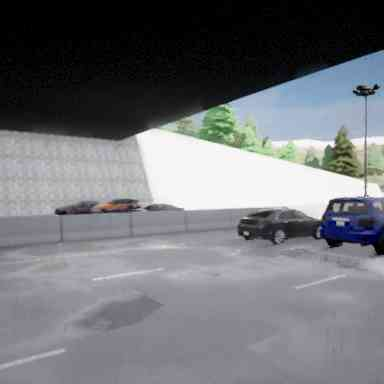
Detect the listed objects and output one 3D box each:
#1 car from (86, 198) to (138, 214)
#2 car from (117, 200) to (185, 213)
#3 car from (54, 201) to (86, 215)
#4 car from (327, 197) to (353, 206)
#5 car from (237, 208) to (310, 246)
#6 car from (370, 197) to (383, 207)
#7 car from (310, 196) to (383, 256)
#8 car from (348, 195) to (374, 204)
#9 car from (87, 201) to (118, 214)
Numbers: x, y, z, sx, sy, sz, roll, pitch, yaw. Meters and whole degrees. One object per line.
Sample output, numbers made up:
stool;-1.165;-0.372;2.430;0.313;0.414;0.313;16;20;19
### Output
car;-6.521;1.340;29.440;4.553;1.767;2.097;0;0;-35
car;-2.584;1.515;23.650;4.674;1.442;1.812;0;0;-36
car;-9.957;1.537;31.289;5.357;1.411;2.033;0;0;-36
car;25.012;1.605;56.125;4.718;1.301;1.895;0;0;-36
car;4.259;1.494;15.389;4.892;1.490;1.837;0;0;-36
car;29.078;1.466;50.427;4.718;1.301;1.895;0;0;-36
car;7.452;1.209;13.368;5.566;2.045;2.150;0;0;-36
car;27.069;1.194;53.294;4.674;1.442;1.812;0;0;-36
car;-5.382;1.590;25.954;4.718;1.301;1.895;0;0;-36
